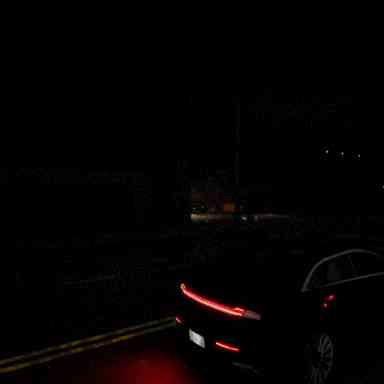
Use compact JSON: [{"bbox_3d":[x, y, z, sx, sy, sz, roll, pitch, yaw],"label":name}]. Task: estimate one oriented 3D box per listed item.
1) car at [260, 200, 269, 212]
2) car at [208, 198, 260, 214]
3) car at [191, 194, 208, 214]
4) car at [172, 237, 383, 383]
[{"bbox_3d":[6.534,1.483,38.112,2.128,1.511,4.902,0,0,-37],"label":"car"},{"bbox_3d":[4.325,1.471,34.869,1.882,1.535,5.008,0,0,-37],"label":"car"},{"bbox_3d":[-0.588,1.215,35.598,2.150,2.045,5.566,0,0,-37],"label":"car"},{"bbox_3d":[2.031,1.490,5.279,4.902,1.511,2.128,0,0,-35],"label":"car"}]
